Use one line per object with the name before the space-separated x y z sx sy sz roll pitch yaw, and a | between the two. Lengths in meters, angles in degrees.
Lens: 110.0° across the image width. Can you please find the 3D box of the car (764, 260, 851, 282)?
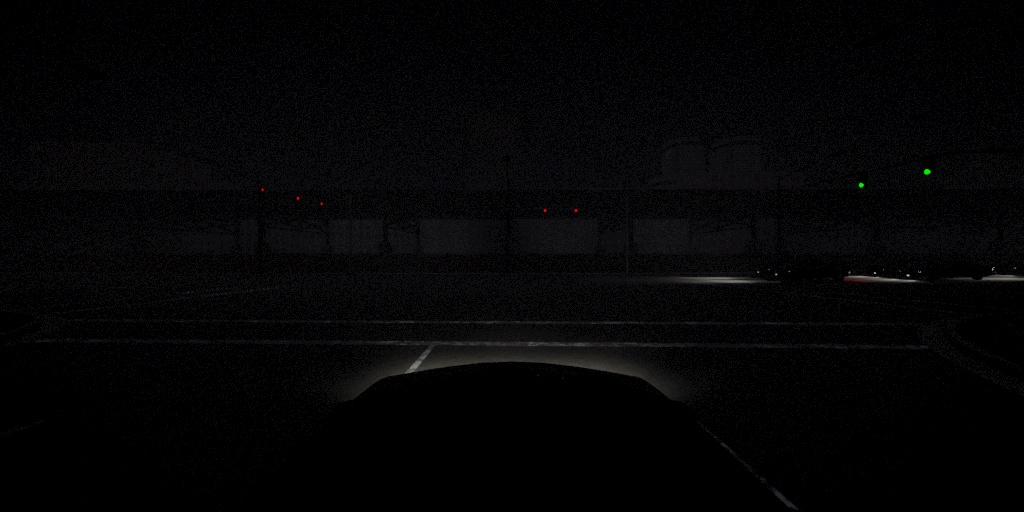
car | 22.053 1.070 26.531 4.902 1.511 2.128 -1 0 1

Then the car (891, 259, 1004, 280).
car | 31.761 1.010 26.282 5.357 1.411 2.033 -1 0 1

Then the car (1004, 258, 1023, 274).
car | 43.071 0.824 29.479 5.357 1.411 2.033 -1 0 1

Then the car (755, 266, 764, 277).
car | 23.110 1.056 30.011 4.902 1.511 2.128 -1 0 2

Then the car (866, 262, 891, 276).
car | 32.850 0.991 29.754 5.357 1.411 2.033 -1 0 1
